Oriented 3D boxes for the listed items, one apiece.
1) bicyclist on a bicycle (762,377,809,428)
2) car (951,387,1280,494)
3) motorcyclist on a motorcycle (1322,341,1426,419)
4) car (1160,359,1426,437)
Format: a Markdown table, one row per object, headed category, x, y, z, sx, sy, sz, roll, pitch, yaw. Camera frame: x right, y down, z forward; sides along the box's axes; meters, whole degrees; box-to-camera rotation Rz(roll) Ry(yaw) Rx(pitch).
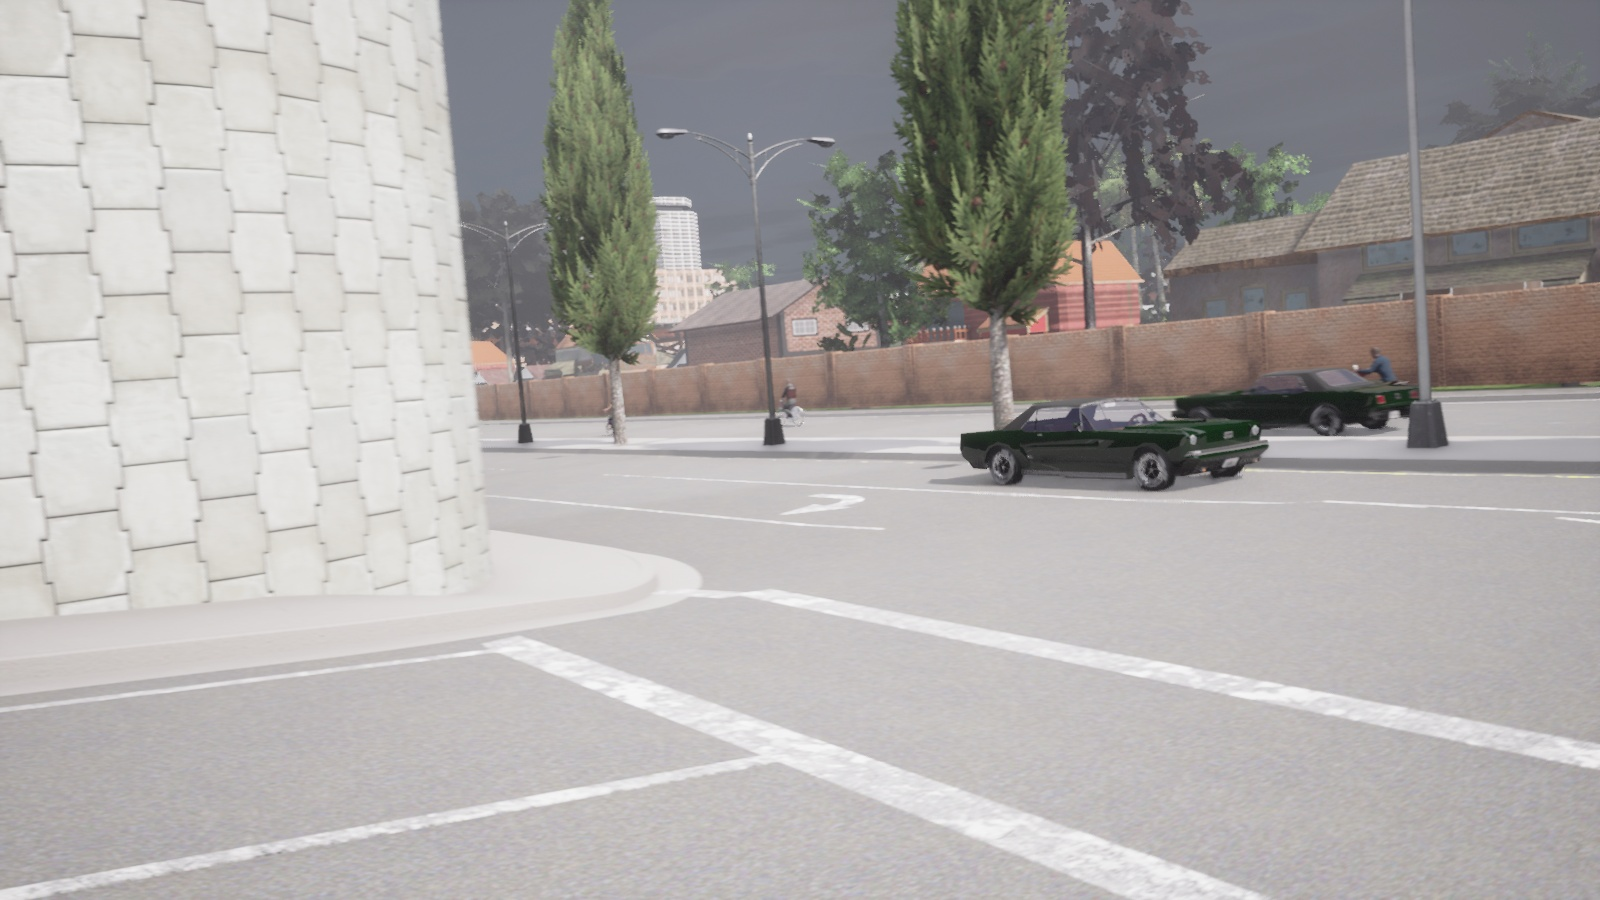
| category | x | y | z | sx | sy | sz | roll | pitch | yaw |
| --- | --- | --- | --- | --- | --- | --- | --- | --- | --- |
| bicyclist on a bicycle | -0.539 | -1.708 | 45.929 | 0.659 | 1.776 | 1.843 | -7 | 5 | -36 |
| car | 4.695 | -0.166 | 19.365 | 1.895 | 1.301 | 4.718 | -7 | 5 | -36 |
| motorcyclist on a motorcycle | 12.687 | -1.536 | 27.788 | 0.866 | 1.590 | 1.817 | -7 | 5 | -36 |
| car | 9.943 | -1.019 | 25.671 | 1.895 | 1.301 | 4.718 | -7 | 5 | -36 |
